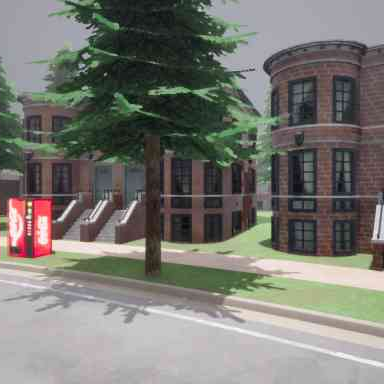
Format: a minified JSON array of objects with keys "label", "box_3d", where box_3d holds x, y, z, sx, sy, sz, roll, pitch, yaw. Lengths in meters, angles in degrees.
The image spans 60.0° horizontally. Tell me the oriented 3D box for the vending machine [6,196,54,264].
[{"label":"vending machine","box_3d":[-5.337,1.195,10.994,0.880,2.100,1.100,0,0,23]}]
